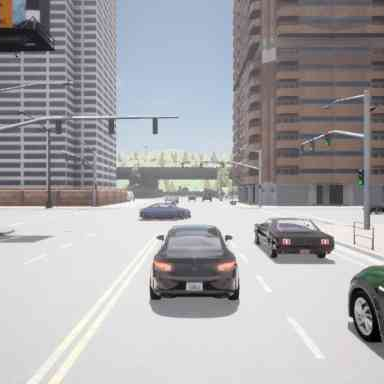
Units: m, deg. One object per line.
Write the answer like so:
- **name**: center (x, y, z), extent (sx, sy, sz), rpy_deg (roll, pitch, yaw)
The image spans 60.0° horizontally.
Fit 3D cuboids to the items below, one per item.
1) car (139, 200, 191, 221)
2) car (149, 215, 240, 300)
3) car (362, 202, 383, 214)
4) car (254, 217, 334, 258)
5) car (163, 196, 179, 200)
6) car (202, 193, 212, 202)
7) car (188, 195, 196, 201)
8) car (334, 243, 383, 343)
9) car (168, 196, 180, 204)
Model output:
- **car**: center (-2.152, 1.564, 26.664), extent (4.181, 1.385, 1.994), rpy_deg (0, 0, 0)
- **car**: center (0.062, 1.526, 8.249), extent (1.812, 1.442, 4.674), rpy_deg (0, 0, 0)
- **car**: center (19.963, 1.601, 33.724), extent (4.718, 1.301, 1.895), rpy_deg (0, 0, 1)
- **car**: center (3.605, 1.601, 12.702), extent (1.895, 1.301, 4.718), rpy_deg (0, 0, 1)
- **car**: center (-3.590, 1.492, 54.818), extent (2.128, 1.511, 4.902), rpy_deg (0, 0, -1)
- **car**: center (3.514, 1.225, 78.002), extent (2.150, 2.045, 5.566), rpy_deg (0, 0, 0)
- **car**: center (0.014, 1.425, 77.292), extent (1.837, 1.490, 4.892), rpy_deg (0, 0, 0)
- **car**: center (3.601, 1.352, 3.617), extent (2.097, 1.767, 4.553), rpy_deg (0, 0, 0)
- **car**: center (-3.530, 1.492, 65.222), extent (2.128, 1.511, 4.902), rpy_deg (0, 0, 1)
